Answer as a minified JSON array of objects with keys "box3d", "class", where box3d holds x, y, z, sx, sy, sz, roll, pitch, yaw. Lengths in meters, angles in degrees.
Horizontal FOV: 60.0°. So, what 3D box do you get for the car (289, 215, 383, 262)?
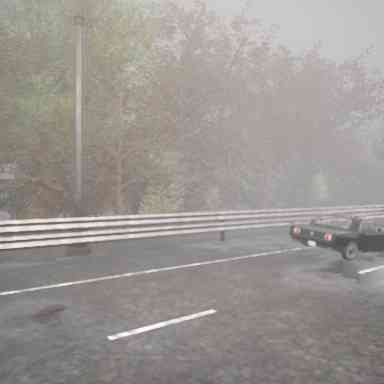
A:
[{"box3d":[5.831,1.542,12.198,4.718,1.301,1.895,4,2,-34],"class":"car"}]
